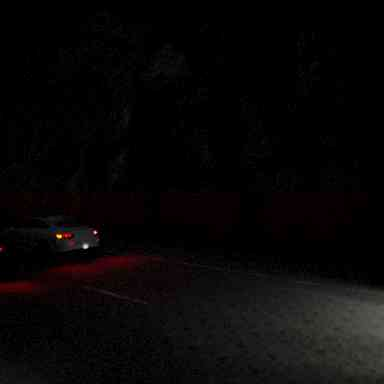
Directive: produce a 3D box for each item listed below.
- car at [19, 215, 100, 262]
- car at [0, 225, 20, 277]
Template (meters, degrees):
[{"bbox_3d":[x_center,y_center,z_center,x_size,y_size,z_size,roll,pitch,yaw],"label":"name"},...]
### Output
[{"bbox_3d":[-5.367,1.571,12.375,4.674,1.442,1.812,0,0,37],"label":"car"},{"bbox_3d":[-6.801,1.602,9.079,4.181,1.385,1.994,0,0,37],"label":"car"}]
